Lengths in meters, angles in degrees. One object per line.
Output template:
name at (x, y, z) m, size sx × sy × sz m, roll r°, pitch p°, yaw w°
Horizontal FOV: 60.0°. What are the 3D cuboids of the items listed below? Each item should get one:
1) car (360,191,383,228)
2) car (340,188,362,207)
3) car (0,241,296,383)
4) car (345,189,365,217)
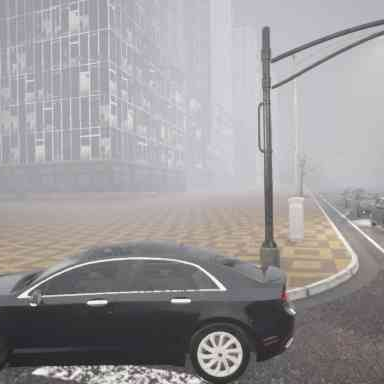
car at (9.030, 0.928, 14.400) m, size 2.128 × 1.511 × 4.902 m, roll -1°, pitch 2°, yaw 18°
car at (13.077, 0.454, 26.757) m, size 2.128 × 1.511 × 4.902 m, roll -1°, pitch 2°, yaw 18°
car at (-1.062, 1.505, 4.767) m, size 4.892 × 1.490 × 1.837 m, roll 0°, pitch 0°, yaw 0°
car at (11.081, 0.759, 20.694) m, size 1.994 × 1.385 × 4.181 m, roll -1°, pitch 2°, yaw 17°
